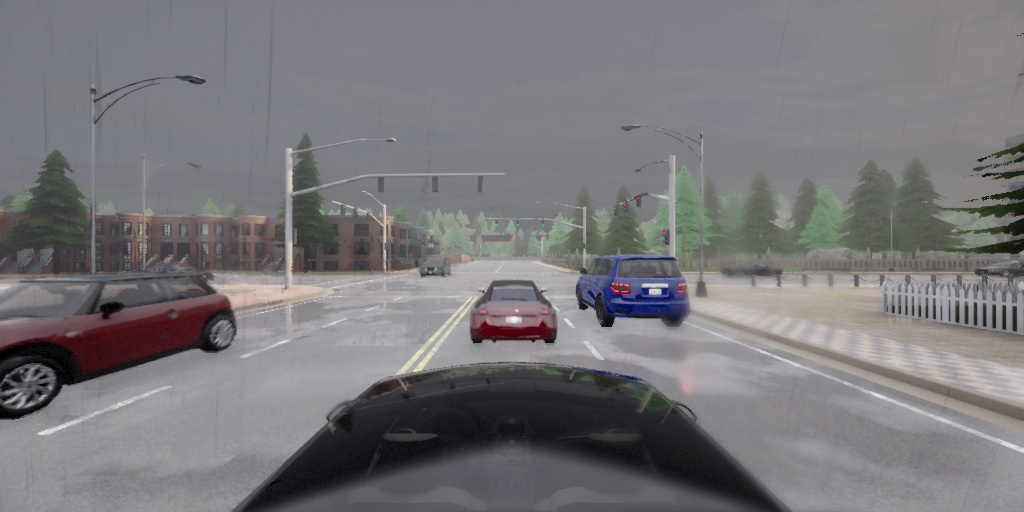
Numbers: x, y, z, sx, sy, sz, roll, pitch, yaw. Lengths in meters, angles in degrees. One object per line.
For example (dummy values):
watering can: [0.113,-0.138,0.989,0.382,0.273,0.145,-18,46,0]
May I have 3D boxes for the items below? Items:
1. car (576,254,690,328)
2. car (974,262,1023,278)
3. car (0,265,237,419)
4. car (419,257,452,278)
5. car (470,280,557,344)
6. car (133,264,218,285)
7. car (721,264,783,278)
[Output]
car: [3.526,0.971,11.492,2.150,2.045,5.566,0,0,0]
car: [45.836,1.256,33.066,4.892,1.490,1.837,0,0,0]
car: [-7.021,1.090,5.840,2.097,1.767,4.553,0,0,0]
car: [-7.184,1.102,34.267,2.150,2.045,5.566,0,0,0]
car: [0.026,1.314,9.569,1.994,1.385,4.181,0,0,0]
car: [-24.127,1.314,25.828,4.181,1.385,1.994,0,0,-2]
car: [21.962,1.351,33.001,4.718,1.301,1.895,0,0,0]
